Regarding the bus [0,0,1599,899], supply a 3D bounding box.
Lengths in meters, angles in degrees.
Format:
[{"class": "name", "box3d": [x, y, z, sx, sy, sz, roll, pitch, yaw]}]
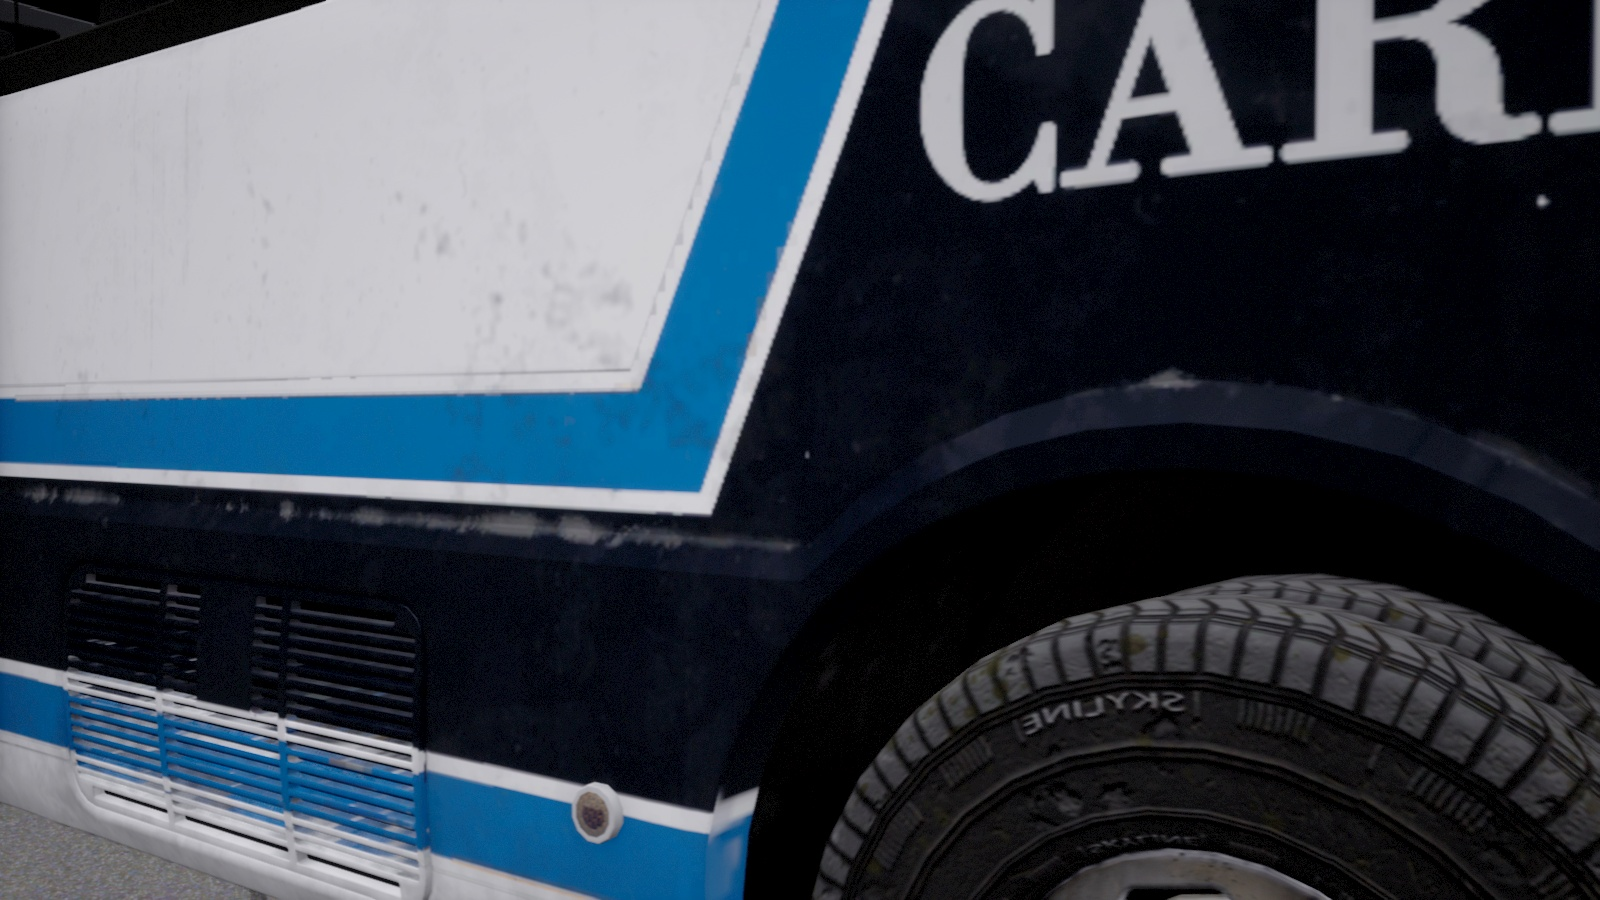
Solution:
[{"class": "bus", "box3d": [-0.892, -0.689, 4.227, 10.273, 4.253, 3.944, 0, 1, 33]}]
